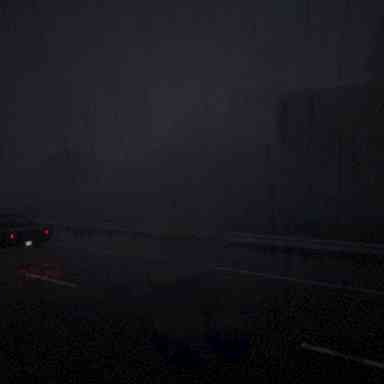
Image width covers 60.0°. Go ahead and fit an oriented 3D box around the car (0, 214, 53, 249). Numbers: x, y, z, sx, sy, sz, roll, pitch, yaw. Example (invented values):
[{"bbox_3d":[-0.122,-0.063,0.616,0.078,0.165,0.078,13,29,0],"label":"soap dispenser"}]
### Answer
[{"bbox_3d":[-7.693,1.519,13.019,4.718,1.301,1.895,0,0,32],"label":"car"}]
